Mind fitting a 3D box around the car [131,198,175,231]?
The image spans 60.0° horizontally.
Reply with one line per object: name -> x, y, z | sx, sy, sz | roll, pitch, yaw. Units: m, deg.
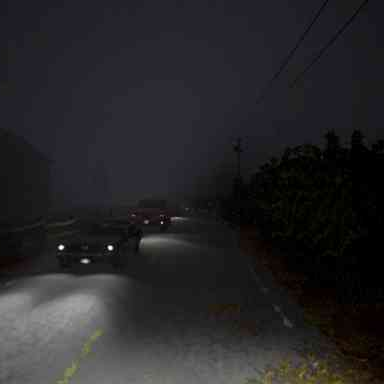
car -> -2.654, 1.457, 22.645 | 2.150, 2.045, 5.566 | 0, -1, 1

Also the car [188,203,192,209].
car -> 0.949, 2.137, 54.508 | 1.994, 1.385, 4.181 | 0, -1, -27

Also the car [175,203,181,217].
car -> -2.162, 1.929, 36.609 | 2.033, 1.411, 5.357 | 0, -1, 2

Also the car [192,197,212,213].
car -> 1.467, 1.683, 43.822 | 2.150, 2.045, 5.566 | 0, -1, 2

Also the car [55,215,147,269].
car -> -3.031, 1.723, 11.831 | 1.895, 1.301, 4.718 | 0, -1, 2
